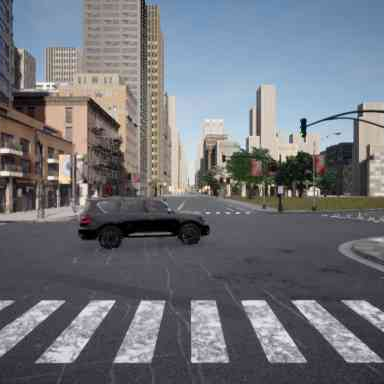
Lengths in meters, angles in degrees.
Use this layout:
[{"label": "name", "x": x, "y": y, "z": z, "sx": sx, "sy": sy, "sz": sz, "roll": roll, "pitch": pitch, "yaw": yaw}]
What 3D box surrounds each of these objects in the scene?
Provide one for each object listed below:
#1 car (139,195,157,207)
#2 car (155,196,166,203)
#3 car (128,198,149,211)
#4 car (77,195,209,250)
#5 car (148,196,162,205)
[{"label": "car", "x": -6.616, "y": 1.294, "z": 50.596, "sx": 2.097, "sy": 1.767, "sz": 4.553, "roll": 0, "pitch": 0, "yaw": 0}, {"label": "car", "x": -6.520, "y": 1.501, "z": 69.779, "sx": 1.895, "sy": 1.301, "sz": 4.718, "roll": 0, "pitch": 0, "yaw": 0}, {"label": "car", "x": -6.637, "y": 1.483, "z": 41.544, "sx": 1.812, "sy": 1.442, "sz": 4.674, "roll": 0, "pitch": 0, "yaw": 0}, {"label": "car", "x": -2.060, "y": 1.234, "z": 14.477, "sx": 5.566, "sy": 2.045, "sz": 2.150, "roll": 0, "pitch": 0, "yaw": -18}, {"label": "car", "x": -6.599, "y": 1.491, "z": 59.647, "sx": 1.994, "sy": 1.385, "sz": 4.181, "roll": 0, "pitch": 0, "yaw": 0}]
